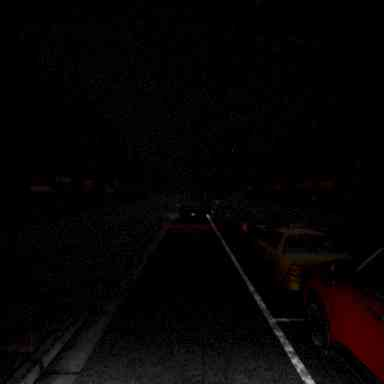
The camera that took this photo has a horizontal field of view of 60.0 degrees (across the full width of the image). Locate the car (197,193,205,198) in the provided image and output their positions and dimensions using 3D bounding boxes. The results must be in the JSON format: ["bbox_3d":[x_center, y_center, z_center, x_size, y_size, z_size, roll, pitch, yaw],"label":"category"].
[{"bbox_3d":[2.495,0.902,91.675,2.008,1.369,4.403,0,0,0],"label":"car"}]

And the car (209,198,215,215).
[{"bbox_3d":[2.599,1.389,25.130,2.008,1.369,4.403,0,0,0],"label":"car"}]

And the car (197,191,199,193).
[{"bbox_3d":[2.539,0.861,63.947,2.192,1.841,5.009,0,0,0],"label":"car"}]

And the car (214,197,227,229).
[{"bbox_3d":[2.608,1.317,19.581,1.967,1.590,4.097,0,0,0],"label":"car"}]

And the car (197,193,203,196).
[{"bbox_3d":[0.035,1.195,41.272,1.882,1.535,5.008,0,0,0],"label":"car"}]

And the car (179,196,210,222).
[{"bbox_3d":[0.061,1.320,24.560,1.882,1.535,5.008,0,0,0],"label":"car"}]

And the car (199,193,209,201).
[{"bbox_3d":[2.531,0.945,69.493,1.967,1.590,4.097,0,0,0],"label":"car"}]

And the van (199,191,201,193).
[{"bbox_3d":[2.548,0.929,58.401,1.690,1.788,3.998,0,0,0],"label":"van"}]

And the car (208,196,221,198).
[{"bbox_3d":[2.590,1.348,30.675,2.008,1.369,4.403,0,0,0],"label":"car"}]

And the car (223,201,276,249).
[{"bbox_3d":[2.615,1.355,14.034,1.967,1.590,4.097,0,0,0],"label":"car"}]

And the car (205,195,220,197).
[{"bbox_3d":[2.582,1.321,36.221,1.947,1.339,4.313,0,0,0],"label":"car"}]

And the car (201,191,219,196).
[{"bbox_3d":[2.573,1.028,41.764,2.192,1.841,5.009,0,0,0],"label":"car"}]

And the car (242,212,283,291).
[{"bbox_3d":[2.623,1.472,8.660,1.752,1.417,4.829,0,0,0],"label":"car"}]

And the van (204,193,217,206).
[{"bbox_3d":[2.565,1.013,47.310,1.690,1.788,3.998,0,0,0],"label":"van"}]

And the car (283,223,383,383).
[{"bbox_3d":[2.632,1.296,2.943,2.192,1.841,5.009,0,0,0],"label":"car"}]
